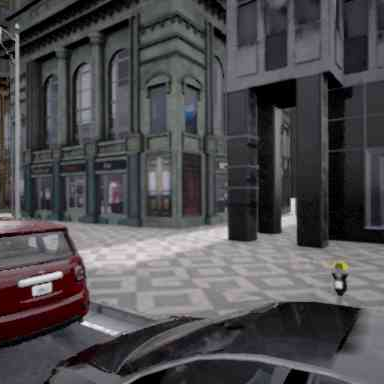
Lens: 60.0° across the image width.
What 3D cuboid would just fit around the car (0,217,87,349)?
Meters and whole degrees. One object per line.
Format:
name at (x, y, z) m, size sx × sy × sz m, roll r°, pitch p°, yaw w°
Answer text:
car at (-3.899, 1.375, 5.732) m, size 5.009 × 1.841 × 2.192 m, roll -1°, pitch 0°, yaw 35°

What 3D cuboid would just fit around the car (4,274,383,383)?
car at (0.696, 1.573, 2.464) m, size 4.313 × 1.339 × 1.947 m, roll -1°, pitch 0°, yaw 35°
